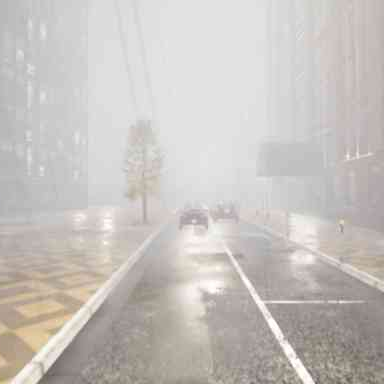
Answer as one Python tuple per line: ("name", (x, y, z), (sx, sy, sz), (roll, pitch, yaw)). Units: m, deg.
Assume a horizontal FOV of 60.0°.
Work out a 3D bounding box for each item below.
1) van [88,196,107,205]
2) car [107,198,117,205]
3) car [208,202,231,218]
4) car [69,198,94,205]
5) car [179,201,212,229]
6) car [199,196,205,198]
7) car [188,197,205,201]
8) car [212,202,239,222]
("van", (-17.809, 1.550, 59.133), (3.998, 1.788, 1.690), (-1, -1, 14))
("car", (-17.430, 1.918, 67.299), (4.403, 1.369, 2.008), (-1, -1, 14))
("car", (2.588, 1.648, 32.152), (1.802, 1.307, 4.206), (1, 0, 0))
("car", (-22.847, 1.961, 68.649), (4.507, 1.381, 1.887), (-1, -1, 14))
("car", (0.109, 1.568, 21.728), (1.812, 1.442, 4.674), (0, 0, 0))
("car", (2.607, 1.832, 92.556), (1.947, 1.339, 4.313), (1, 0, 0))
("car", (0.113, 1.629, 37.826), (2.033, 1.411, 5.357), (0, 0, 0))
("car", (2.588, 1.493, 26.585), (1.967, 1.590, 4.097), (1, 0, 0))
